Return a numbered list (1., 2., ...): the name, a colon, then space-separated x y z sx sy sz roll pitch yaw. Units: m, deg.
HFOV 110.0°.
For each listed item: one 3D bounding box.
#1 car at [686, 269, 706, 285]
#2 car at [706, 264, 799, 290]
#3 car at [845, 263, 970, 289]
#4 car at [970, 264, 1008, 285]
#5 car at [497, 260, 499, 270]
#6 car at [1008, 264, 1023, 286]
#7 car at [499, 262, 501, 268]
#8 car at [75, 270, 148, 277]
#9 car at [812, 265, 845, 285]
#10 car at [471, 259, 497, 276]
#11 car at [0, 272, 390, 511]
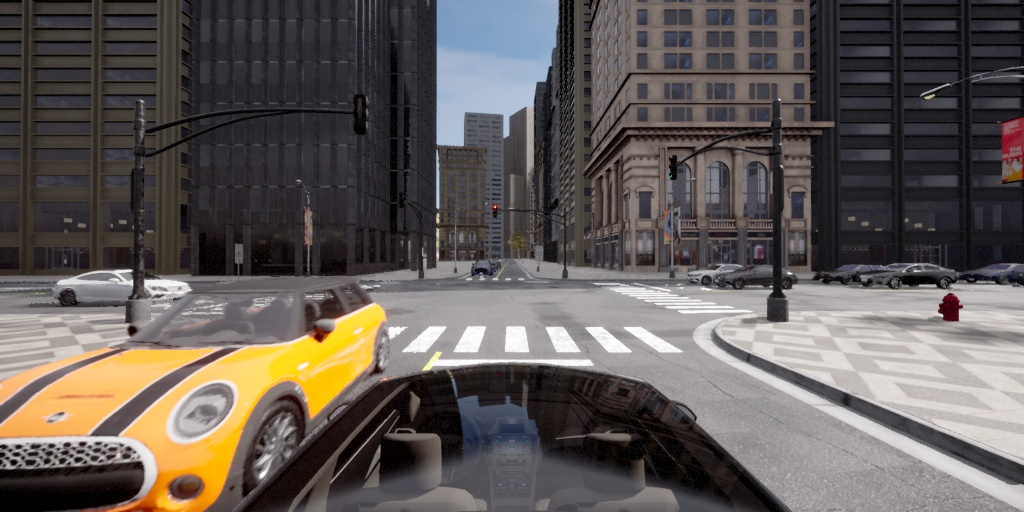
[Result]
1. car: 14.637 1.264 24.977 4.674 1.442 1.812 0 0 0
2. car: 14.702 1.240 21.716 4.674 1.442 1.812 0 0 -1
3. car: 23.812 1.183 21.730 4.902 1.511 2.128 0 0 0
4. car: 34.647 1.237 24.990 5.357 1.411 2.033 0 0 -1
5. car: -3.058 1.378 46.399 1.994 1.385 4.181 0 0 0
6. car: 33.684 1.232 21.732 4.181 1.385 1.994 0 0 0
7. car: -3.054 1.401 55.430 1.994 1.385 4.181 0 0 0
8. car: -16.190 1.291 14.998 4.674 1.442 1.812 0 0 0
9. car: 24.219 1.262 24.982 5.357 1.411 2.033 0 0 0
10. car: -3.048 1.146 37.627 2.097 1.767 4.553 0 0 0
11. car: -3.096 1.104 4.392 2.097 1.767 4.553 0 0 -3
